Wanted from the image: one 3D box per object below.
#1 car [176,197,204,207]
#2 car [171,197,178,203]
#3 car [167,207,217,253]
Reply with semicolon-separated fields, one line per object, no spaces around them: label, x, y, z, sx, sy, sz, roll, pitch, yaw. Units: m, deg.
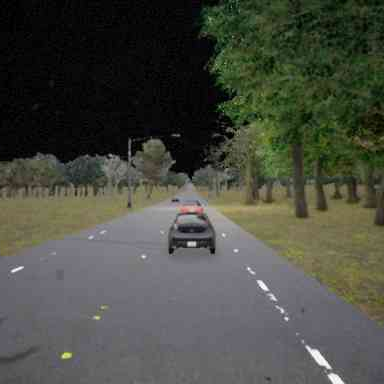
car;-0.005;1.514;29.064;2.097;1.767;4.553;0;0;0
car;-3.516;1.658;70.957;1.895;1.301;4.718;0;0;0
car;0.001;1.610;14.283;1.837;1.490;4.892;0;0;0
